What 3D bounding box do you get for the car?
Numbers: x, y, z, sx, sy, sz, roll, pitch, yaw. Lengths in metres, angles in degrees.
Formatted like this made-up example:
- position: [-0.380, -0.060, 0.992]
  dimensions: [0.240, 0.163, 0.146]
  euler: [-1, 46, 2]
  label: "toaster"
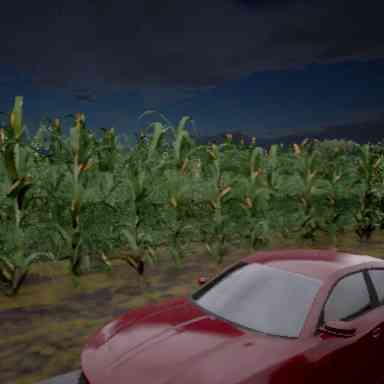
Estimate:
- position: [1.241, 1.484, 3.962]
  dimensions: [5.008, 1.535, 1.882]
  euler: [0, 0, -36]
  label: "car"
